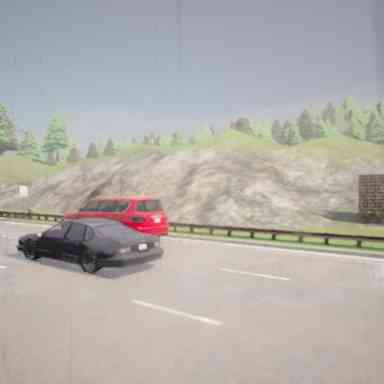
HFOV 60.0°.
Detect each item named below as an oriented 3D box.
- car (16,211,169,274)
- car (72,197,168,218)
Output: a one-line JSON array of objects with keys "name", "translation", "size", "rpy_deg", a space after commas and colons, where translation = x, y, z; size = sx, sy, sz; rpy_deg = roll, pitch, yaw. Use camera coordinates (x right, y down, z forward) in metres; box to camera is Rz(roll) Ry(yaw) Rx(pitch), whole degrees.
[{"name": "car", "translation": [-3.401, 1.550, 10.578], "size": [5.357, 1.411, 2.033], "rpy_deg": [0, 0, 35]}, {"name": "car", "translation": [-3.596, 1.226, 15.001], "size": [5.566, 2.045, 2.150], "rpy_deg": [0, 0, 35]}]
